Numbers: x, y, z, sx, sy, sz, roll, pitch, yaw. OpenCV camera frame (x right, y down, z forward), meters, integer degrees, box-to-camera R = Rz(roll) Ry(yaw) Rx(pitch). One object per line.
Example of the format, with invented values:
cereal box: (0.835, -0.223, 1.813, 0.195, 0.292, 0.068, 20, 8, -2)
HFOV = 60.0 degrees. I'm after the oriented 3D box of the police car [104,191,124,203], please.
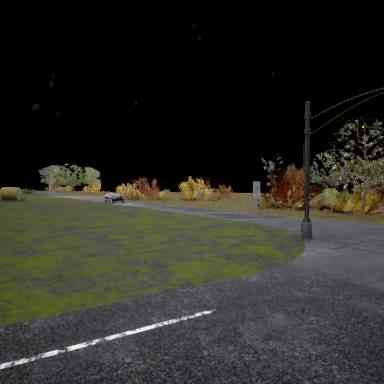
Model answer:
police car: (-11.649, 0.744, 49.739, 1.930, 1.638, 5.238, 1, 0, -32)
